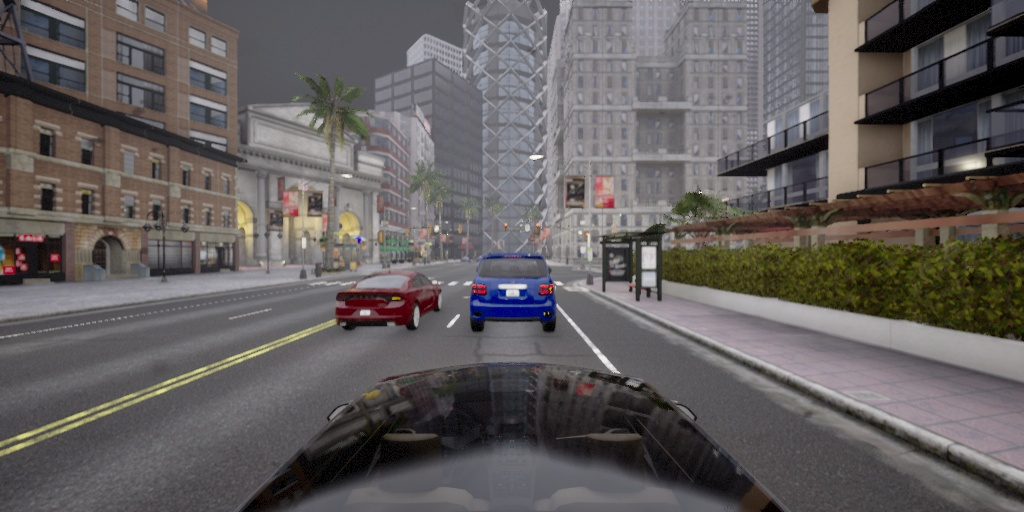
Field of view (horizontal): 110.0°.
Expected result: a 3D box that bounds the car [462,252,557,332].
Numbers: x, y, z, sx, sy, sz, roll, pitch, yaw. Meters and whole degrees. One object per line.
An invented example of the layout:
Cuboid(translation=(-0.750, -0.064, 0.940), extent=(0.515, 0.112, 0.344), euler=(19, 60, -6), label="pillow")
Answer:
Cuboid(translation=(0.052, 0.919, 10.819), extent=(2.150, 2.045, 5.566), euler=(0, 0, 1), label="car")

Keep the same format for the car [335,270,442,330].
Cuboid(translation=(-3.443, 1.174, 10.930), extent=(1.882, 1.535, 5.008), euler=(0, 0, 0), label="car")
